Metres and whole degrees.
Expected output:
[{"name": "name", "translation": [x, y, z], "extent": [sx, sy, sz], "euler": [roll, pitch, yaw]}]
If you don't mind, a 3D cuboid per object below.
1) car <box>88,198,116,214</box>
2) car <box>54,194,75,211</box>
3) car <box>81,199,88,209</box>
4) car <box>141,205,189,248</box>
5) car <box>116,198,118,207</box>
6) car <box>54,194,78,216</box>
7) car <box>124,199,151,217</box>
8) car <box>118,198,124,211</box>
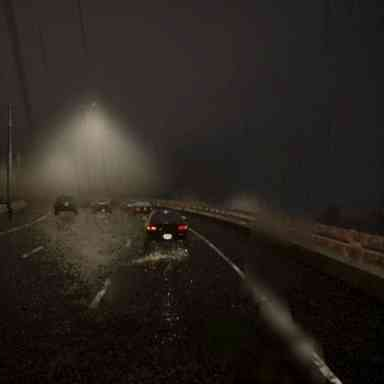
[{"name": "car", "translation": [-9.742, 1.558, 35.683], "extent": [1.837, 1.490, 4.892], "euler": [0, 0, -21]}, {"name": "car", "translation": [-17.051, 1.316, 44.342], "extent": [2.150, 2.045, 5.566], "euler": [0, 0, -27]}, {"name": "car", "translation": [-14.280, 1.641, 46.632], "extent": [1.994, 1.385, 4.181], "euler": [0, 0, -26]}, {"name": "car", "translation": [-1.224, 1.532, 14.912], "extent": [1.812, 1.442, 4.674], "euler": [0, 0, -7]}, {"name": "car", "translation": [-10.849, 1.564, 47.582], "extent": [1.837, 1.490, 4.892], "euler": [0, 1, -26]}, {"name": "car", "translation": [-12.863, 1.291, 34.029], "extent": [2.150, 2.045, 5.566], "euler": [0, 0, -21]}, {"name": "car", "translation": [-4.935, 1.573, 32.089], "extent": [2.033, 1.411, 5.357], "euler": [0, 0, -18]}, {"name": "car", "translation": [-7.006, 1.562, 38.333], "extent": [1.812, 1.442, 4.674], "euler": [0, 0, -21]}]
